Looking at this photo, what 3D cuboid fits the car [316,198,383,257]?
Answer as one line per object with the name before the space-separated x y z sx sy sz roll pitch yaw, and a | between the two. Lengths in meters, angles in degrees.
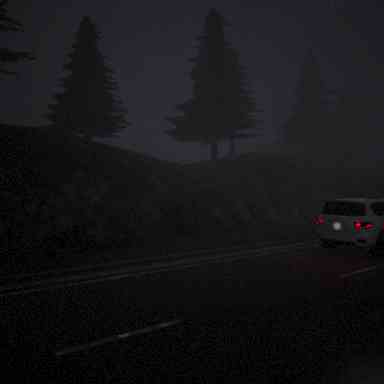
car | 7.290 1.262 13.402 5.566 2.045 2.150 0 0 -37
